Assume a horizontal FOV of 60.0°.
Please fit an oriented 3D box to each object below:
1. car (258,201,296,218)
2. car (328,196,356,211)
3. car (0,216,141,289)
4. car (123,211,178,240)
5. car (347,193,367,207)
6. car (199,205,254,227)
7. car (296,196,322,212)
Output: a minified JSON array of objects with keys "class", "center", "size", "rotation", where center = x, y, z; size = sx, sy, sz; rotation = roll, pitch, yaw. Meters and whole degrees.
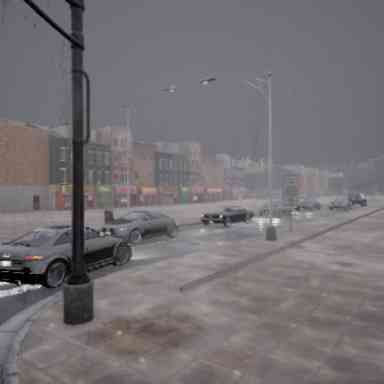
[{"class":"car","center":[7.689,1.565,30.674],"size":[1.994,1.385,4.181],"rotation":[-1,0,35]},{"class":"car","center":[17.883,1.484,40.016],"size":[2.033,1.411,5.357],"rotation":[-1,0,35]},{"class":"car","center":[-3.524,1.628,9.574],"size":[1.994,1.385,4.181],"rotation":[-1,0,23]},{"class":"car","center":[-2.536,1.628,16.185],"size":[1.994,1.385,4.181],"rotation":[-1,0,36]},{"class":"car","center":[24.231,1.126,49.010],"size":[2.150,2.045,5.566],"rotation":[-1,0,34]},{"class":"car","center":[2.502,1.633,23.324],"size":[1.895,1.301,4.718],"rotation":[-1,0,35]},{"class":"car","center":[13.766,1.515,39.211],"size":[2.033,1.411,5.357],"rotation":[-1,0,36]}]
